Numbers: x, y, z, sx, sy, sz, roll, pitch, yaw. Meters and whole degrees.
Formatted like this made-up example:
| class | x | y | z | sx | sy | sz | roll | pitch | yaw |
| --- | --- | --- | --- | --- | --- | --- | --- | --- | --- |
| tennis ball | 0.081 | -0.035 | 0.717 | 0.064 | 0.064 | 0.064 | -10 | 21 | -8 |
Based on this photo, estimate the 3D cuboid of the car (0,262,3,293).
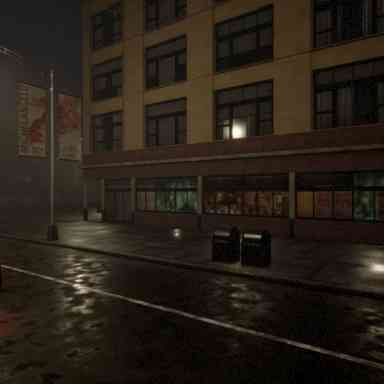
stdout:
| class | x | y | z | sx | sy | sz | roll | pitch | yaw |
| --- | --- | --- | --- | --- | --- | --- | --- | --- | --- |
| car | -5.825 | 1.564 | 7.717 | 1.994 | 1.385 | 4.181 | 0 | 0 | -40 |
